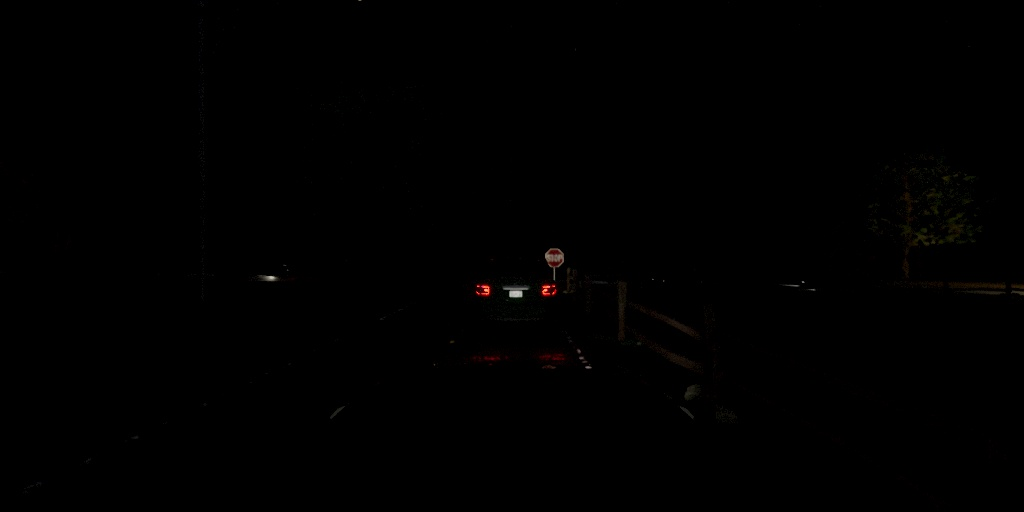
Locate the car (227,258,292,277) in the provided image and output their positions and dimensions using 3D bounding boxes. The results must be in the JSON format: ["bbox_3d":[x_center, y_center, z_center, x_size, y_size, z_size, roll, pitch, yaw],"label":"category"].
[{"bbox_3d":[-21.111,0.932,30.011,4.902,1.511,2.128,1,0,3],"label":"car"}]

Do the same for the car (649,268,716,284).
[{"bbox_3d":[13.464,1.567,28.577,4.718,1.301,1.895,1,0,1],"label":"car"}]

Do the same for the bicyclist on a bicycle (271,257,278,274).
[{"bbox_3d":[-21.995,0.876,33.108,0.582,1.620,1.656,1,0,2],"label":"bicyclist on a bicycle"}]

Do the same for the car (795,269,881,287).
[{"bbox_3d":[25.541,1.693,28.119,5.357,1.411,2.033,1,0,1],"label":"car"}]

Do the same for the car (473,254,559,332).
[{"bbox_3d":[0.104,0.971,10.952,2.150,2.045,5.566,0,0,0],"label":"car"}]
